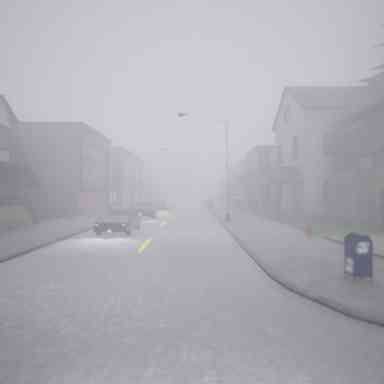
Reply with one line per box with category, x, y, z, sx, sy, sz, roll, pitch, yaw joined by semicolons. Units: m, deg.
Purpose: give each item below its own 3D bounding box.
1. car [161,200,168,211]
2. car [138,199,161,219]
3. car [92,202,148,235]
car;-4.053;1.590;41.450;1.895;1.301;4.718;0;0;0
car;-4.082;1.497;29.388;1.837;1.490;4.892;0;0;0
car;-4.082;1.543;19.108;2.033;1.411;5.357;0;0;0
